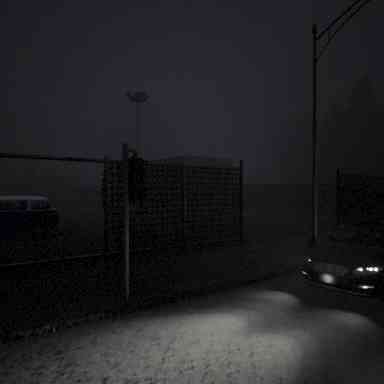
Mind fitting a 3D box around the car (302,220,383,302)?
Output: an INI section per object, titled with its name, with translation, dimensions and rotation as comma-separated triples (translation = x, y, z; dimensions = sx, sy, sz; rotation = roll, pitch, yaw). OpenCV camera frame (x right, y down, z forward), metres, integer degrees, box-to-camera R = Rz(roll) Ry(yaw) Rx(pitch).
[car]
translation = 4.695, 1.490, 8.193
dimensions = 4.902, 1.511, 2.128
rotation = 0, 0, -37
